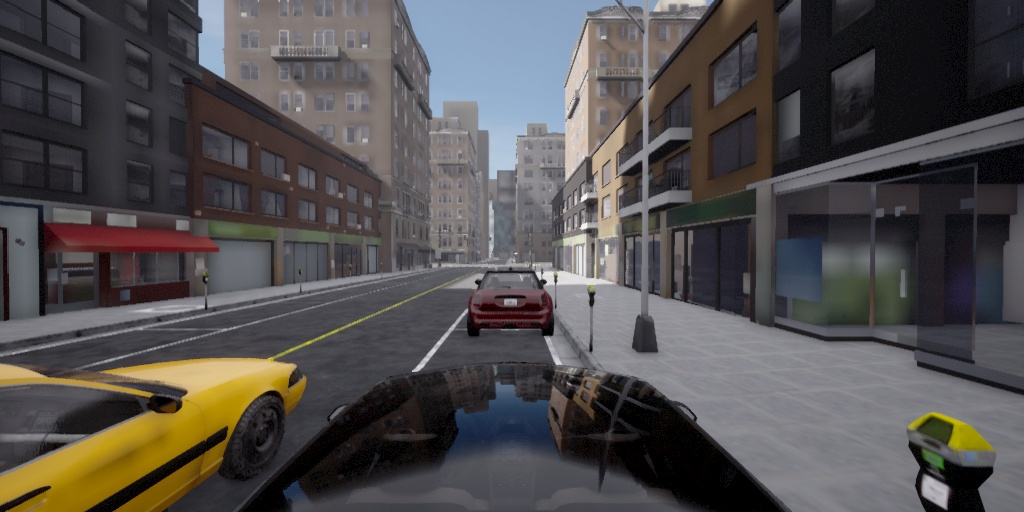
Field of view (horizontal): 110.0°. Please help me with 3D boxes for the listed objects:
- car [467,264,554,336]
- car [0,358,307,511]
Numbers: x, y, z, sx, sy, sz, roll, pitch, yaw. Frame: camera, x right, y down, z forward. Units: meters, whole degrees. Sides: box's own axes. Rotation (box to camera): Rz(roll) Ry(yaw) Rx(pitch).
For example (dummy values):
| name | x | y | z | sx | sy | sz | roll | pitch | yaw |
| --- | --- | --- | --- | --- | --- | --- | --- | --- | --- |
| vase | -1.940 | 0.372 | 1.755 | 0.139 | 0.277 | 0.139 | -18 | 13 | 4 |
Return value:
| name | x | y | z | sx | sy | sz | roll | pitch | yaw |
| --- | --- | --- | --- | --- | --- | --- | --- | --- | --- |
| car | -0.033 | 1.091 | 10.472 | 2.097 | 1.767 | 4.553 | 0 | 0 | 0 |
| car | -3.145 | 1.200 | 1.689 | 1.801 | 1.575 | 5.366 | 0 | 0 | 0 |
